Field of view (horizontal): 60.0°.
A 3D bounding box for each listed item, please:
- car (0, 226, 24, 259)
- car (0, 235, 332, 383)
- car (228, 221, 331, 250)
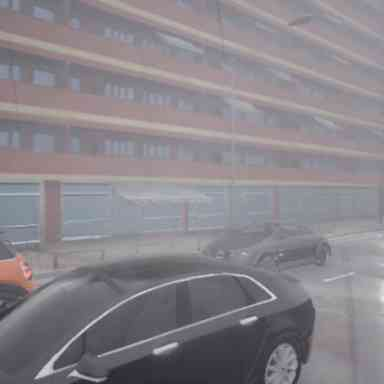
[{"bbox_3d":[-4.797,1.367,4.861,4.553,1.767,2.097,0,0,-36],"label":"car"},{"bbox_3d":[-0.680,1.514,3.504,4.892,1.490,1.837,0,0,-36],"label":"car"},{"bbox_3d":[2.331,1.579,9.994,4.181,1.385,1.994,0,0,-37],"label":"car"}]
